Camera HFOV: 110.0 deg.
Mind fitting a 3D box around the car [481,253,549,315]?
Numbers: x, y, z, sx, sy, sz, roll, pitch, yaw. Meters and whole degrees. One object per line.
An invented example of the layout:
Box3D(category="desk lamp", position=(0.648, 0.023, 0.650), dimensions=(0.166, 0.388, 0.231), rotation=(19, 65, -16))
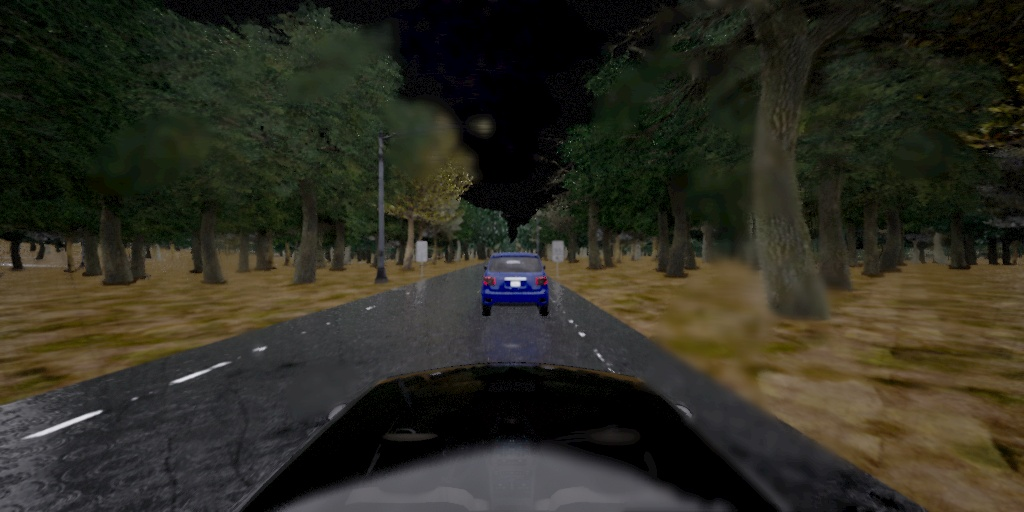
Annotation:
Box3D(category="car", position=(0.106, 0.894, 13.271), dimensions=(2.150, 2.045, 5.566), rotation=(0, 0, 0))
